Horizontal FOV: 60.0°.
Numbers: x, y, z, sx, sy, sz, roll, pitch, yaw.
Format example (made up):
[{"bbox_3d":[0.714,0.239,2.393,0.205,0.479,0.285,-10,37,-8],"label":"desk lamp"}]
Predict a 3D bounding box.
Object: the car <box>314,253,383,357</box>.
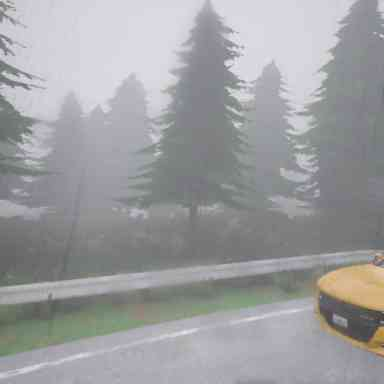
[{"bbox_3d":[4.357,1.505,5.421,5.008,1.535,1.882,1,-1,-21],"label":"car"}]
